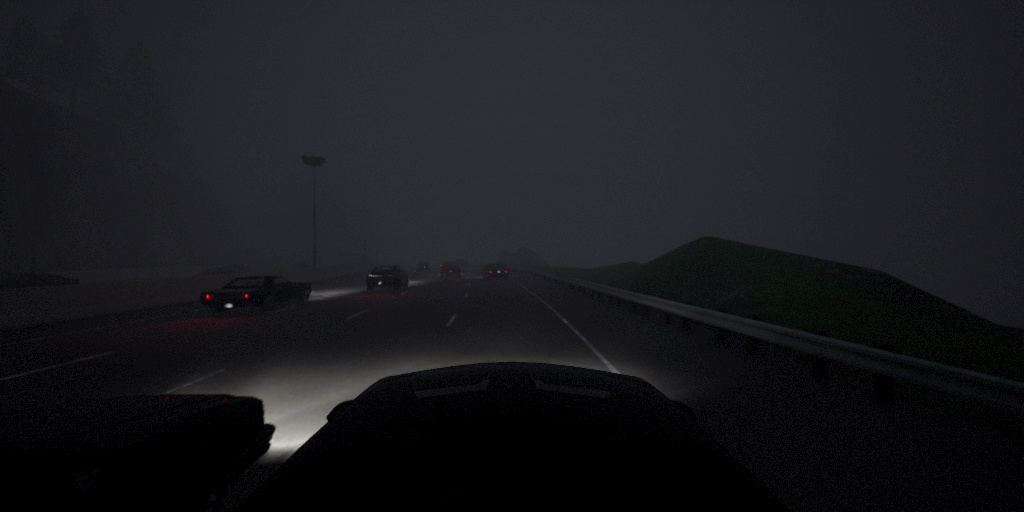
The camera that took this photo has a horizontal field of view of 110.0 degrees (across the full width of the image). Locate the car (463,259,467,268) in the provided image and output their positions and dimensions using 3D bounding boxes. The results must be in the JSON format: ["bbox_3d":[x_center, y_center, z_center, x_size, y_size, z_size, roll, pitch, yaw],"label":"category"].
[{"bbox_3d":[-9.291,1.238,62.836,2.097,1.767,4.553,-1,0,-18],"label":"car"}]

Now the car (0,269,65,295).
[{"bbox_3d":[-32.893,1.679,23.238,2.128,1.511,4.902,-1,0,-7],"label":"car"}]

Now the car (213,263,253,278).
[{"bbox_3d":[-32.786,1.692,42.340,1.837,1.490,4.892,-1,0,-13],"label":"car"}]

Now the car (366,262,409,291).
[{"bbox_3d":[-7.888,1.350,23.020,2.128,1.511,4.902,-1,0,-7],"label":"car"}]

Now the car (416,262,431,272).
[{"bbox_3d":[-12.112,1.467,49.008,2.033,1.411,5.357,-1,0,-17],"label":"car"}]

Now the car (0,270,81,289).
[{"bbox_3d":[-25.329,1.563,18.209,1.882,1.535,5.008,-1,0,-5],"label":"car"}]

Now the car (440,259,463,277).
[{"bbox_3d":[-6.390,1.320,37.137,1.882,1.535,5.008,0,0,-11],"label":"car"}]

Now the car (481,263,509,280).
[{"bbox_3d":[-1.551,1.325,31.400,2.033,1.411,5.357,-1,0,-11],"label":"car"}]

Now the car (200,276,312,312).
[{"bbox_3d":[-10.395,1.490,15.132,1.895,1.301,4.718,-1,0,-5],"label":"car"}]

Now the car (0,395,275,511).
[{"bbox_3d":[-3.035,1.337,0.762,2.033,1.411,5.357,-1,0,-1],"label":"car"}]

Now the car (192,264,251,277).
[{"bbox_3d":[-22.977,1.622,28.140,1.994,1.385,4.181,-1,0,-8],"label":"car"}]
